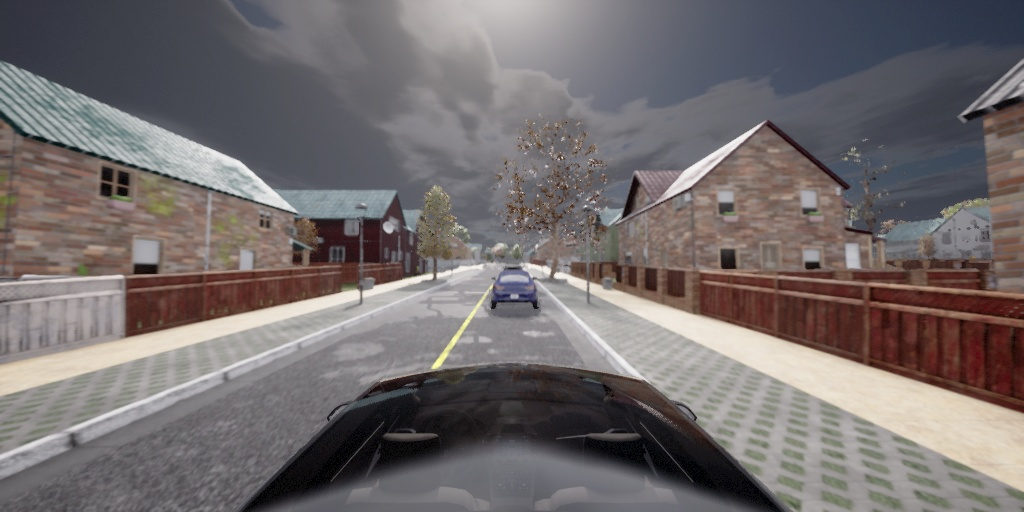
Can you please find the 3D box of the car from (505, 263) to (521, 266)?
[{"bbox_3d":[0.082,1.377,34.188,1.837,1.490,4.892,0,0,0],"label":"car"}]

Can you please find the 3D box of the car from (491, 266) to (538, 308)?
[{"bbox_3d":[0.093,1.320,15.341,1.812,1.442,4.674,0,0,0],"label":"car"}]
